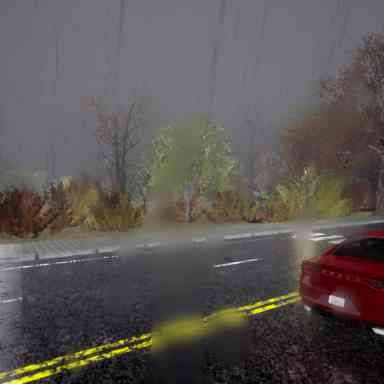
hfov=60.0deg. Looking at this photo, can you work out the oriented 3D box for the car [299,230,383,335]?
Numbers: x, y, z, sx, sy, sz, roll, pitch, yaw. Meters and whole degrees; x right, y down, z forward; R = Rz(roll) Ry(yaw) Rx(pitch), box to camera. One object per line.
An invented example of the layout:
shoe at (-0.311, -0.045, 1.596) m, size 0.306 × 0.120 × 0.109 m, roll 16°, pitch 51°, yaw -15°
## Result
car at (4.180, 1.480, 6.415) m, size 5.008 × 1.535 × 1.882 m, roll 0°, pitch 0°, yaw -35°
